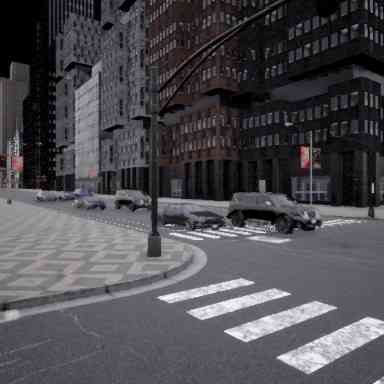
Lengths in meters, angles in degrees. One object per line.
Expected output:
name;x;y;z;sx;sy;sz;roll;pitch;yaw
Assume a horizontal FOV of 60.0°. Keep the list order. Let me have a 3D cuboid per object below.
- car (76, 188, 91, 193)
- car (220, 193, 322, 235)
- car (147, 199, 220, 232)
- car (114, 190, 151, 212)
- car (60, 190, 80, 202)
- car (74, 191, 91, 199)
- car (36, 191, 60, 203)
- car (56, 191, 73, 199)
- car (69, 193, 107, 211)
car;-18.784;0.418;56.475;2.150;2.045;5.566;0;1;-36
car;4.358;1.068;18.541;2.150;2.045;5.566;0;1;-36
car;-0.310;1.351;19.292;2.033;1.411;5.357;0;1;-34
car;-5.721;0.826;32.496;2.150;2.045;5.566;0;1;-36
car;-19.707;0.796;52.006;2.033;1.411;5.357;0;1;-35
car;-21.928;0.563;66.374;1.812;1.442;4.674;0;1;-36
car;-21.394;0.628;48.762;2.097;1.767;4.553;0;1;-35
car;-24.997;0.532;65.071;1.837;1.490;4.892;0;1;-36
car;-10.266;1.108;33.246;2.033;1.411;5.357;0;1;-36
